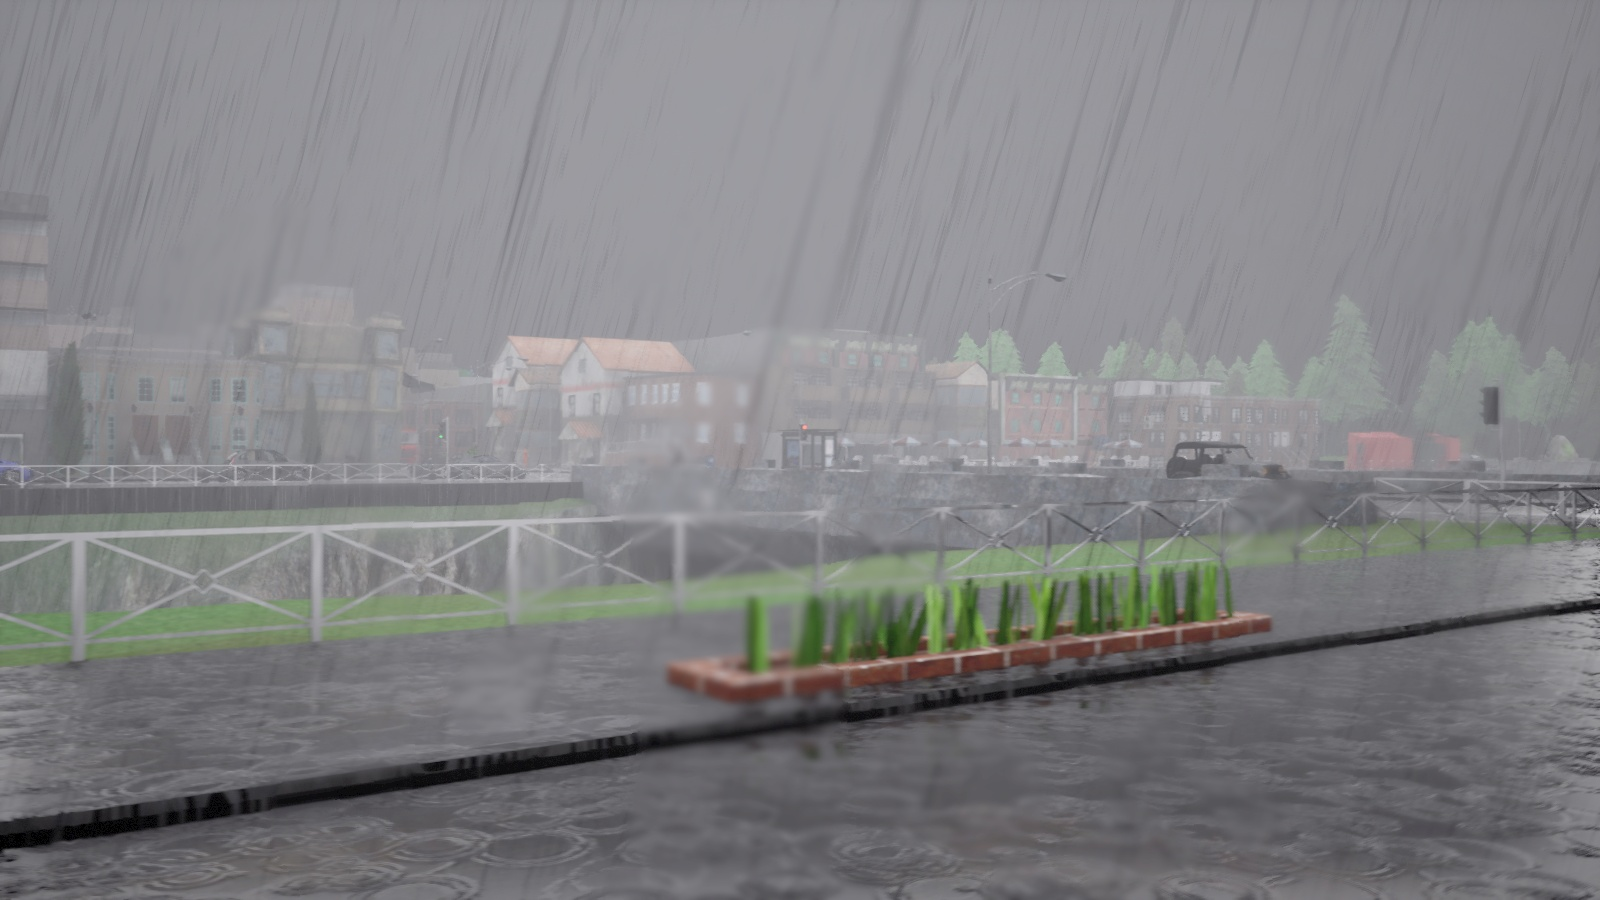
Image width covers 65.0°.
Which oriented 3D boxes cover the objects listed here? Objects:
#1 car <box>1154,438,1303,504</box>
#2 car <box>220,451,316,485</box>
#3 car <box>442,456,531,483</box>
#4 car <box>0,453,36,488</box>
[{"bbox_3d":[12.818,0.606,37.772,1.905,1.878,3.866,0,0,-35],"label":"car"},{"bbox_3d":[-25.989,0.848,61.381,3.988,1.617,1.851,0,0,-35],"label":"car"},{"bbox_3d":[-16.877,1.011,67.644,4.181,1.385,1.994,0,0,-33],"label":"car"},{"bbox_3d":[-35.872,0.901,54.497,4.514,1.525,2.007,0,0,-35],"label":"car"}]
